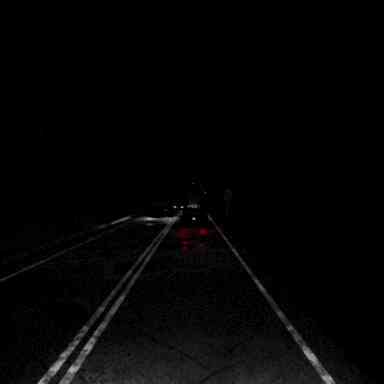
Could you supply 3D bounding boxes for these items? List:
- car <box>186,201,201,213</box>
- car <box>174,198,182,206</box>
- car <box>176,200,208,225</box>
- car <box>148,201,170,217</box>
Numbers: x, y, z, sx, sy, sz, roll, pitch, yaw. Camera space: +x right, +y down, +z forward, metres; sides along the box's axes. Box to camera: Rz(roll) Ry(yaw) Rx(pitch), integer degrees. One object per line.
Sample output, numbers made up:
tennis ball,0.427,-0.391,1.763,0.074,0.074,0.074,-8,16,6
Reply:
car,0.200,1.896,42.802,1.812,1.442,4.674,0,-1,0
car,-2.988,2.194,75.379,2.097,1.767,4.553,0,-1,0
car,0.135,1.607,24.750,2.128,1.511,4.902,0,-1,0
car,-3.283,1.707,34.034,1.882,1.535,5.008,0,-1,0
